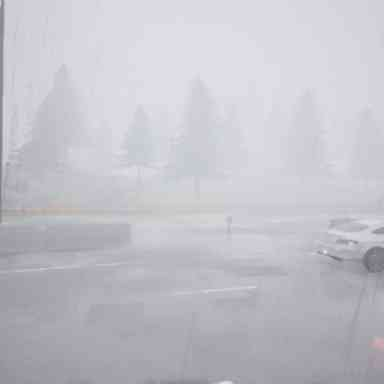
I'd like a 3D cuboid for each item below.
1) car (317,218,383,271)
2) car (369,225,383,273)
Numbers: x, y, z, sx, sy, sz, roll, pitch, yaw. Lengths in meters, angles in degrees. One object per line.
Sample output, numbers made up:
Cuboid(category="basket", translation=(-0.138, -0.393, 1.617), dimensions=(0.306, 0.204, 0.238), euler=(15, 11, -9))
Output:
Cuboid(category="car", translation=(6.285, 1.562, 10.481), dimensions=(4.674, 1.442, 1.812), euler=(0, 0, -11))
Cuboid(category="car", translation=(6.589, 1.542, 6.995), dimensions=(4.892, 1.490, 1.837), euler=(0, 0, -12))
